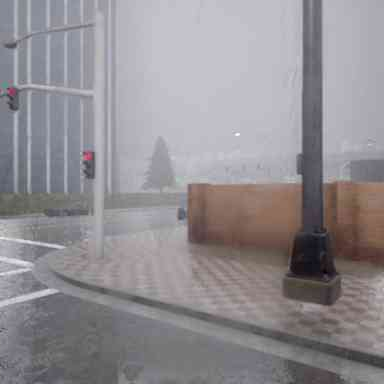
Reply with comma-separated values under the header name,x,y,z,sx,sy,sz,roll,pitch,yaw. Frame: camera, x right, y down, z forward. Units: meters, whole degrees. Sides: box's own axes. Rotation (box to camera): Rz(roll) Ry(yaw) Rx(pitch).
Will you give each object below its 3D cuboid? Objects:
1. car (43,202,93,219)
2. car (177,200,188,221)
name,x,y,z,sx,sy,sz,roll,pitch,yaw
car,-10.460,1.588,29.149,1.895,1.301,4.718,0,0,35
car,0.812,1.344,26.595,2.097,1.767,4.553,0,0,35
